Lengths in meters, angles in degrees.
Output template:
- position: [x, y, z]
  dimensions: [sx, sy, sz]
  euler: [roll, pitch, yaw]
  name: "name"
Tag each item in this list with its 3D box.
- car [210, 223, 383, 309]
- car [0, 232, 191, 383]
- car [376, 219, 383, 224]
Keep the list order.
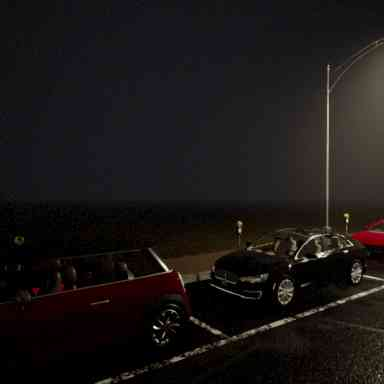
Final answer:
- position: [2.412, 1.552, 7.808]
  dimensions: [4.403, 1.369, 2.008]
  euler: [0, 1, -35]
  name: "car"
- position: [-2.094, 1.440, 4.593]
  dimensions: [4.097, 1.590, 1.967]
  euler: [0, 1, -35]
  name: "car"
- position: [6.920, 1.548, 11.023]
  dimensions: [4.507, 1.381, 1.887]
  euler: [0, 1, -35]
  name: "car"
